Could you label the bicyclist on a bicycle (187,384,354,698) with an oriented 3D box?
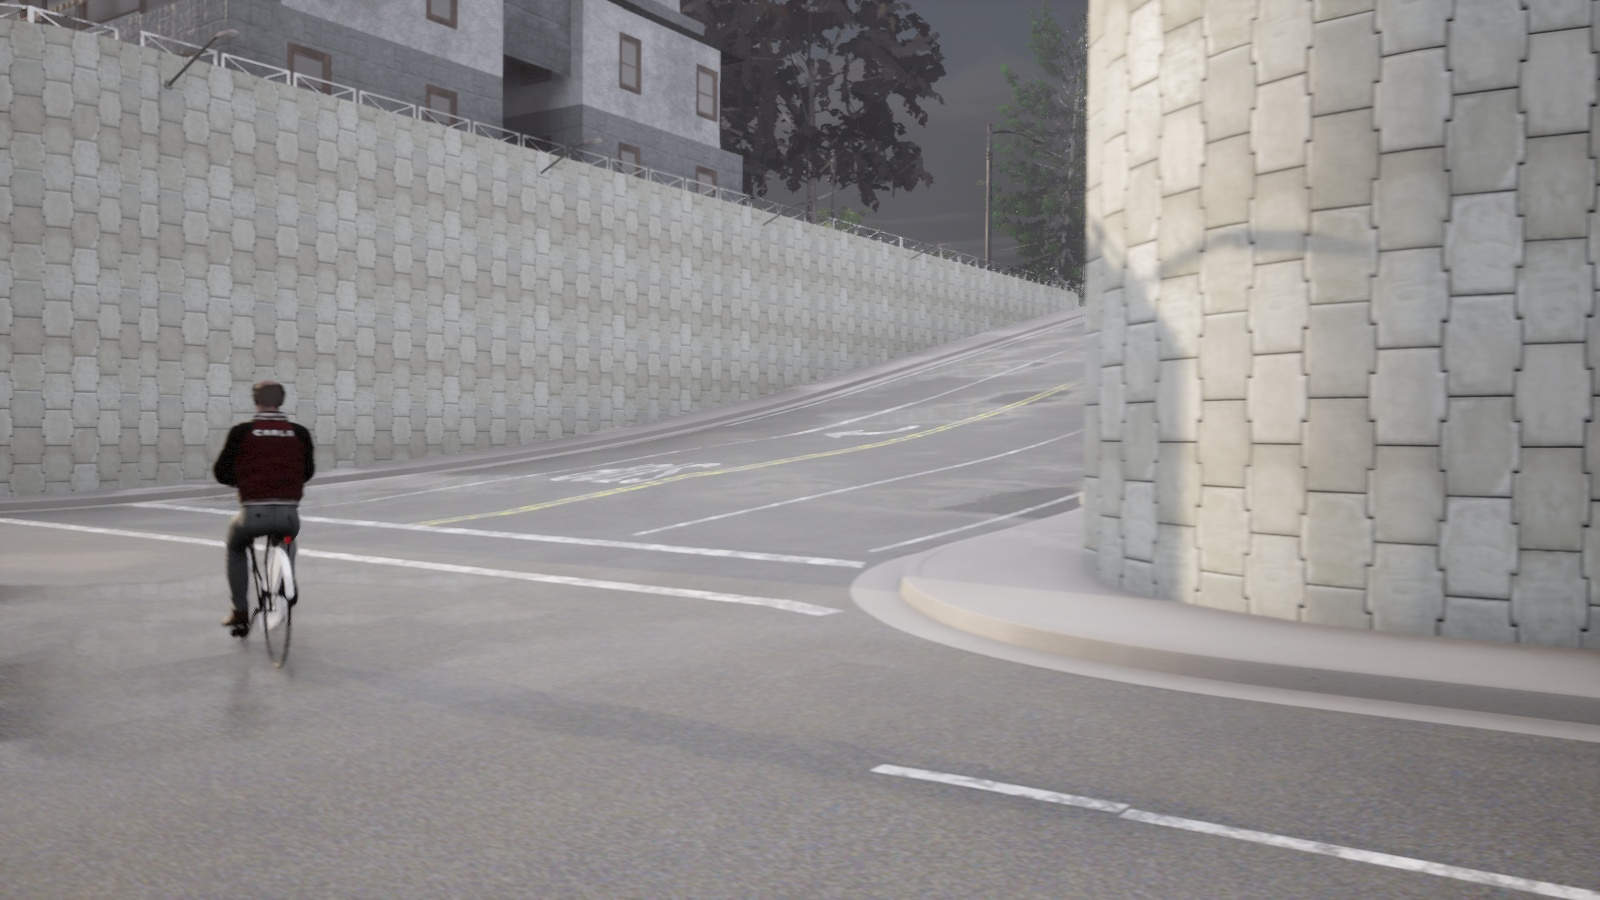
[{"bbox_3d":[-3.429,0.504,8.039,0.659,1.776,1.843,0,1,-33],"label":"bicyclist on a bicycle"}]
